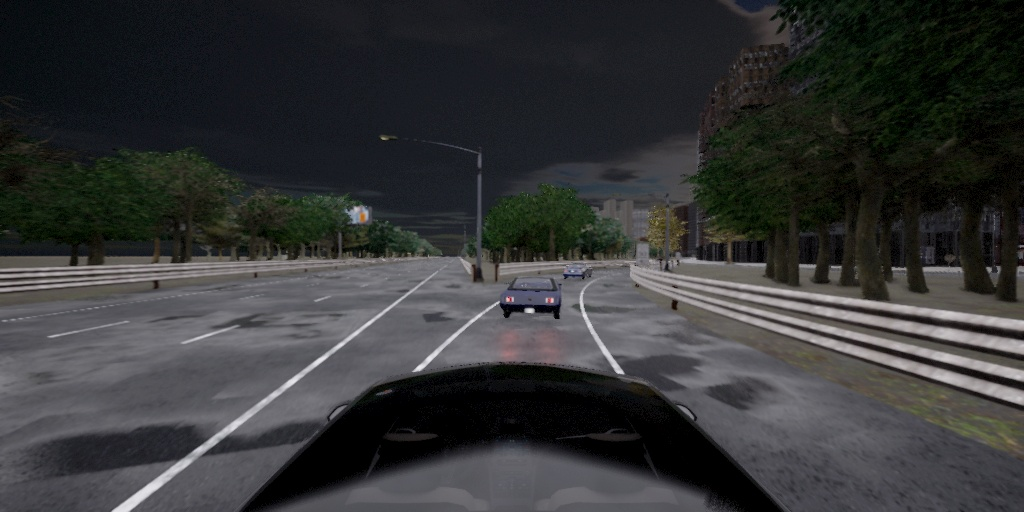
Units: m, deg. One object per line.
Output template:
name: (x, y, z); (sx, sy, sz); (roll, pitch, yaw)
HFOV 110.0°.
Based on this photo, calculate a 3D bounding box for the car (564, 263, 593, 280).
car: (5.999, 1.339, 32.247); (2.033, 1.411, 5.357); (0, 0, 22)

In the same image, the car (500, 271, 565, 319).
car: (0.866, 1.361, 13.014); (1.895, 1.301, 4.718); (0, 0, 8)
